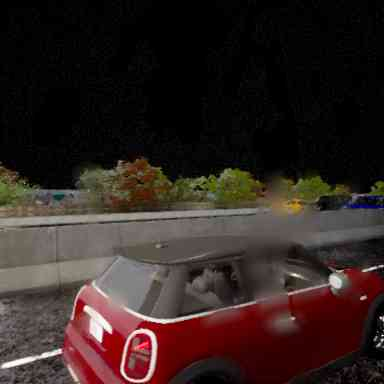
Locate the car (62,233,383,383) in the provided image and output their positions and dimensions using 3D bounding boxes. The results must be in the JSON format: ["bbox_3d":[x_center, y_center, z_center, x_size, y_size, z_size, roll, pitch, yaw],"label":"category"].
[{"bbox_3d":[0.809,1.352,4.444,4.553,1.767,2.097,0,0,-35],"label":"car"}]

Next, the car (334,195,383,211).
[{"bbox_3d":[14.198,1.332,26.621,5.566,2.045,2.150,0,0,-35],"label":"car"}]

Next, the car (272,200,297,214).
[{"bbox_3d":[9.941,1.481,32.193,5.008,1.535,1.882,0,0,-34],"label":"car"}]

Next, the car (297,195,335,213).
[{"bbox_3d":[12.210,1.329,29.502,5.566,2.045,2.150,0,0,-35],"label":"car"}]
